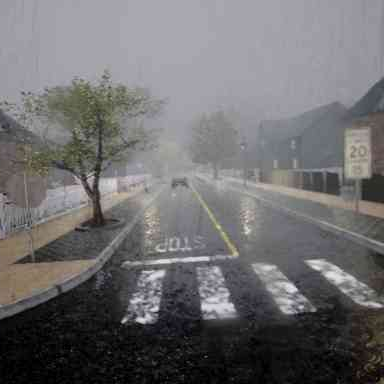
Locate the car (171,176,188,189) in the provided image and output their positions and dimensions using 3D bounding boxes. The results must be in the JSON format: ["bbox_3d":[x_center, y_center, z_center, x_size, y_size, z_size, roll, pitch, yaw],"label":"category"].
[{"bbox_3d":[-1.438,-1.156,38.304,1.895,1.301,4.718,-3,4,-2],"label":"car"}]
